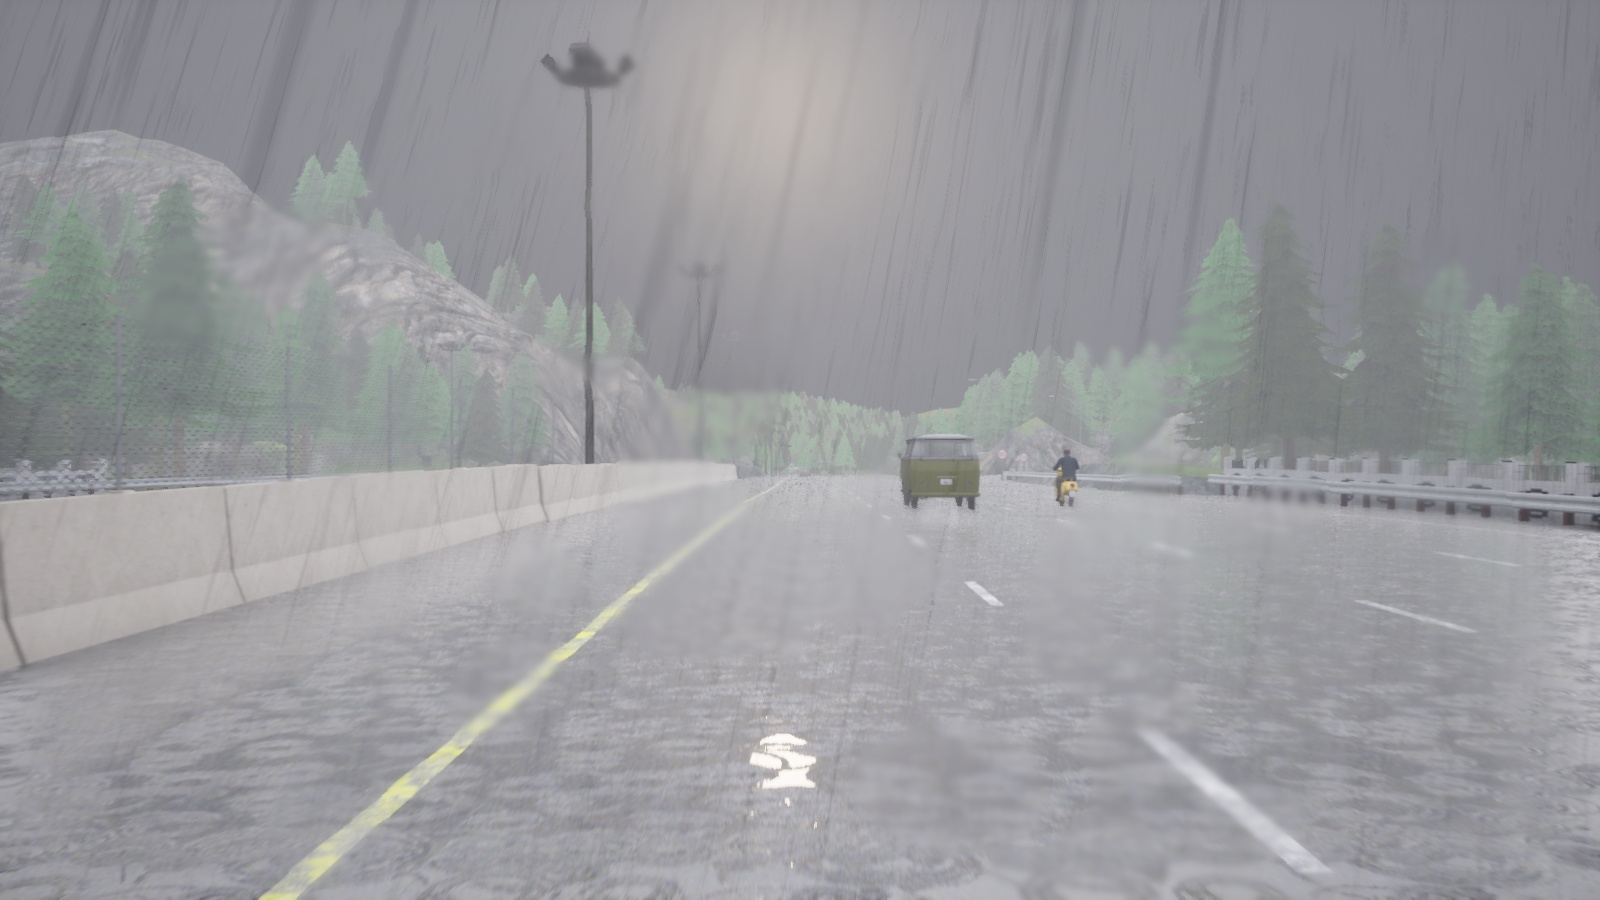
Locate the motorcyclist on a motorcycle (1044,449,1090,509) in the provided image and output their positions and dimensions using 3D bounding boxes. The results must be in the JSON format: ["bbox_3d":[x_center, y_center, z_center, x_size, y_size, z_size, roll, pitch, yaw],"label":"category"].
[{"bbox_3d":[7.209,0.775,34.019,0.866,1.590,1.817,0,-1,0],"label":"motorcyclist on a motorcycle"}]

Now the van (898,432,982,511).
[{"bbox_3d":[3.708,0.571,33.928,1.775,1.987,4.442,0,-1,0],"label":"van"}]
